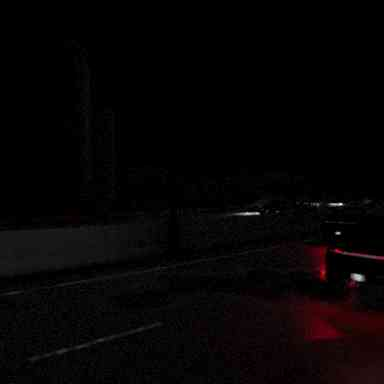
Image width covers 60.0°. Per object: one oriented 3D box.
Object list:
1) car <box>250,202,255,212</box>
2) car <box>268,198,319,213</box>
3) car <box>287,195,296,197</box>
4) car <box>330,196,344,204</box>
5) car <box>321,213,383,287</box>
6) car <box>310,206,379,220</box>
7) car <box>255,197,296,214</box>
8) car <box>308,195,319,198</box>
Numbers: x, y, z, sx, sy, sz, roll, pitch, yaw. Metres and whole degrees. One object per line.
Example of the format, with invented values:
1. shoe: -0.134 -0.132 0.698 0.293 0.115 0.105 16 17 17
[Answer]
1. car: 8.188 1.533 37.956 1.812 1.442 4.674 0 0 33
2. car: 8.353 1.490 26.654 2.128 1.511 4.902 0 0 39
3. car: 22.903 1.349 76.583 1.812 1.442 4.674 0 0 8
4. car: 27.303 1.528 62.653 1.994 1.385 4.181 0 0 17
5. car: 5.149 1.485 8.227 4.902 1.511 2.128 0 0 -41
6. car: 7.740 1.483 15.382 4.902 1.511 2.128 0 0 -44
7. car: 8.264 1.507 32.116 1.837 1.490 4.892 0 0 37
8. car: 25.396 1.479 69.797 1.837 1.490 4.892 0 0 11
